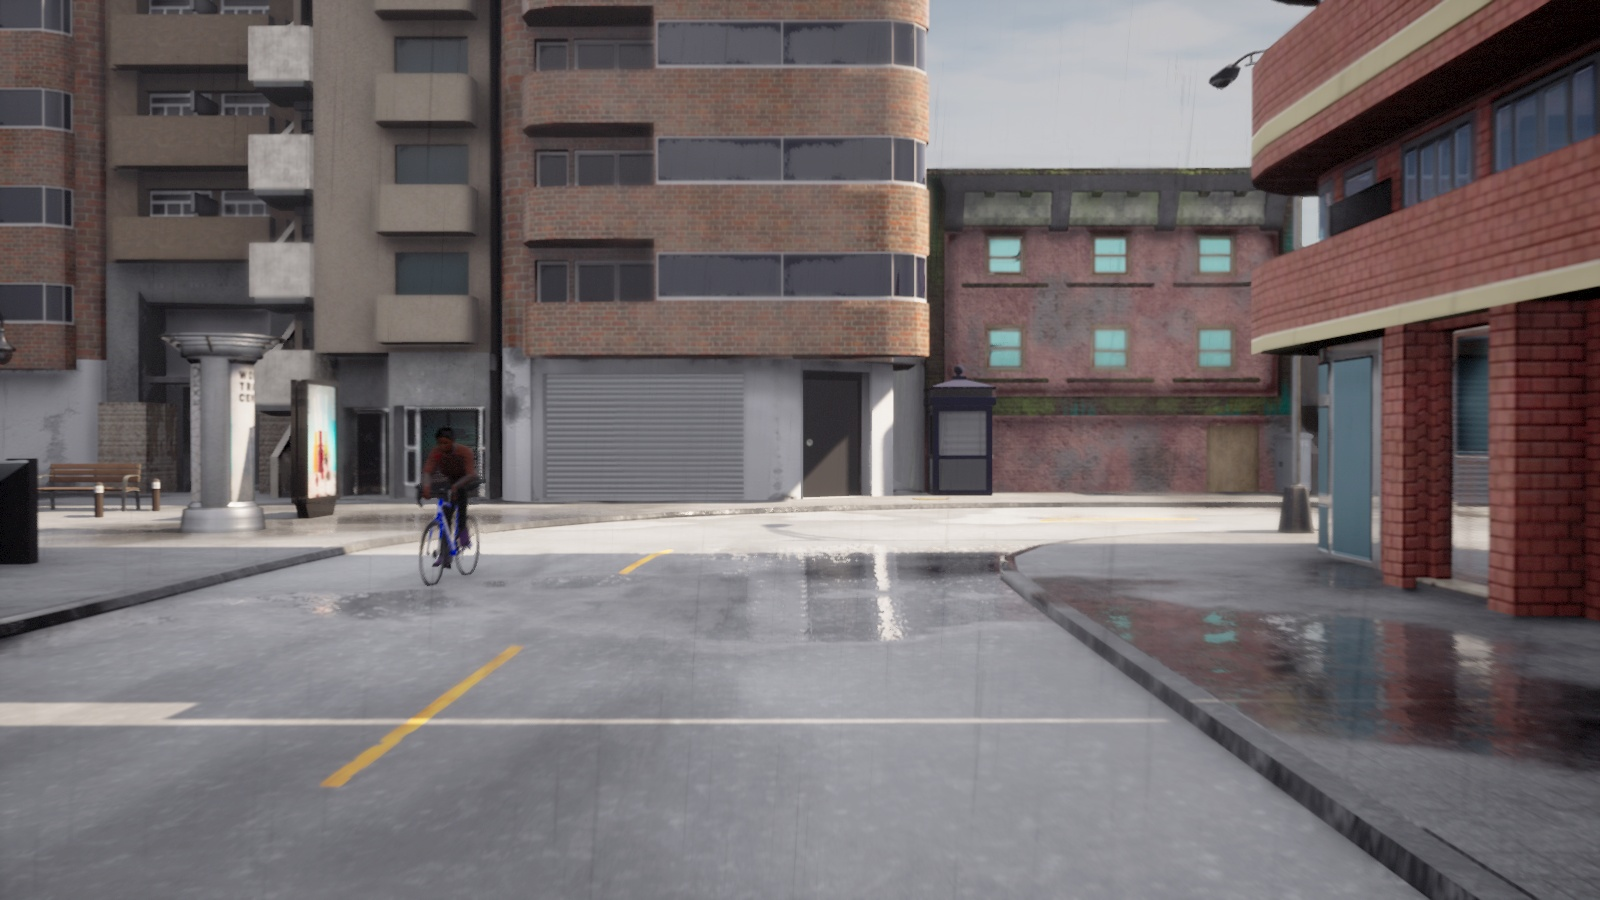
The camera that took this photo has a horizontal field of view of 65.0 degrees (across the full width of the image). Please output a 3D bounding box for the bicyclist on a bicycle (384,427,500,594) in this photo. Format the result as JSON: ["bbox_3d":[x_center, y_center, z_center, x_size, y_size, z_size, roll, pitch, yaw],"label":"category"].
[{"bbox_3d":[-3.697,0.581,13.088,0.582,1.620,1.656,1,1,6],"label":"bicyclist on a bicycle"}]
